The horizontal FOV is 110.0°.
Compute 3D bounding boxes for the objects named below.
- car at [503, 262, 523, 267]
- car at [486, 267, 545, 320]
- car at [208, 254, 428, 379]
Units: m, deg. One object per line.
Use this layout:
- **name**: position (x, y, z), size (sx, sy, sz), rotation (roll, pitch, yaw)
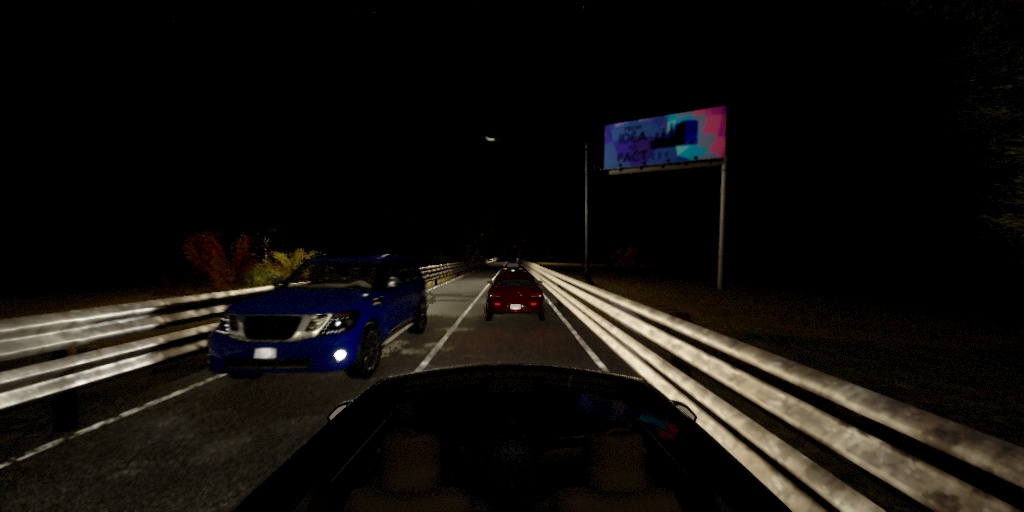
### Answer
- **car**: position (0.101, 1.303, 34.728), size (1.994, 1.385, 4.181), rotation (0, 0, 0)
- **car**: position (0.101, 1.272, 12.470), size (1.812, 1.442, 4.674), rotation (0, 0, 0)
- **car**: position (-3.349, 0.970, 7.633), size (2.150, 2.045, 5.566), rotation (0, 0, 0)
